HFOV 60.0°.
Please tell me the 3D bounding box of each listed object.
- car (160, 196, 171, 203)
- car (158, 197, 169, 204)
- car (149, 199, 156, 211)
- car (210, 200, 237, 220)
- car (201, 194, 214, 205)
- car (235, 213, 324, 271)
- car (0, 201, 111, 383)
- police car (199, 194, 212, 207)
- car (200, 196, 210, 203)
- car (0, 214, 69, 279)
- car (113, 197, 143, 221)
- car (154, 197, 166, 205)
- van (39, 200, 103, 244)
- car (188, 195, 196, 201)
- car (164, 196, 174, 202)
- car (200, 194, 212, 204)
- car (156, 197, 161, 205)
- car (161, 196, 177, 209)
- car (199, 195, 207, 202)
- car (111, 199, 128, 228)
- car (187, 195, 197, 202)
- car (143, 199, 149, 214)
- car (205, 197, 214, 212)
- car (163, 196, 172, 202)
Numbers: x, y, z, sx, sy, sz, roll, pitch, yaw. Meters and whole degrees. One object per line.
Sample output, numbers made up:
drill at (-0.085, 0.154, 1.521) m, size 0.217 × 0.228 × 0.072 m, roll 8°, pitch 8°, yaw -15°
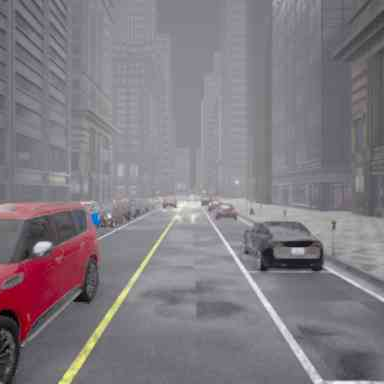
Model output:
car at (-5.775, 1.652, 72.723) m, size 1.947 × 1.339 × 4.313 m, roll 0°, pitch 0°, yaw 0°
car at (-5.774, 1.657, 67.087) m, size 1.802 × 1.307 × 4.206 m, roll 0°, pitch 0°, yaw 0°
car at (-5.770, 1.601, 38.904) m, size 1.947 × 1.339 × 4.313 m, roll 0°, pitch 0°, yaw 0°
car at (2.756, 1.606, 27.638) m, size 1.802 × 1.307 × 4.206 m, roll 0°, pitch 0°, yaw 0°
car at (2.750, 1.381, 61.455) m, size 2.192 × 1.841 × 5.009 m, roll 0°, pitch 0°, yaw 0°
car at (2.758, 1.574, 10.728) m, size 1.947 × 1.339 × 4.313 m, roll 0°, pitch 0°, yaw 0°
car at (-3.101, 1.225, 5.274) m, size 2.150 × 2.045 × 5.566 m, roll 0°, pitch 0°, yaw 0°
police car at (2.360, 1.475, 51.546) m, size 1.930 × 1.638 × 5.238 m, roll 0°, pitch 0°, yaw 0°
car at (2.750, 1.652, 72.727) m, size 1.947 × 1.339 × 4.313 m, roll 0°, pitch 0°, yaw 0°
car at (-5.767, 1.559, 10.720) m, size 2.008 × 1.369 × 4.403 m, roll 0°, pitch 0°, yaw 0°
car at (-5.770, 1.339, 27.631) m, size 2.192 × 1.841 × 5.009 m, roll 0°, pitch 0°, yaw 0°
car at (-5.774, 1.591, 61.280) m, size 1.752 × 1.417 × 4.829 m, roll 0°, pitch 0°, yaw 0°
van at (-5.768, 1.354, 16.357) m, size 1.690 × 1.788 × 3.998 m, roll 0°, pitch 0°, yaw 0°
car at (-0.011, 1.452, 86.437) m, size 1.812 × 1.442 × 4.674 m, roll 0°, pitch 0°, yaw 0°
car at (-5.777, 1.659, 83.997) m, size 2.008 × 1.369 × 4.403 m, roll 0°, pitch 0°, yaw 0°
car at (2.749, 1.390, 67.091) m, size 2.192 × 1.841 × 5.009 m, roll 0°, pitch 0°, yaw 0°
car at (-5.771, 1.592, 44.540) m, size 2.008 × 1.369 × 4.403 m, roll 0°, pitch 0°, yaw 0°
car at (-3.089, 1.522, 47.175) m, size 1.882 × 1.535 × 5.008 m, roll 0°, pitch 0°, yaw 0°
car at (2.748, 1.549, 83.999) m, size 1.967 × 1.590 × 4.097 m, roll 0°, pitch 0°, yaw 0°
car at (-5.769, 1.459, 21.993) m, size 1.967 × 1.590 × 4.097 m, roll 0°, pitch 0°, yaw 0°
car at (-0.009, 1.468, 70.455) m, size 1.812 × 1.442 × 4.674 m, roll 0°, pitch 0°, yaw 0°
car at (-5.770, 1.595, 33.267) m, size 1.947 × 1.339 × 4.313 m, roll 0°, pitch 0°, yaw 0°
car at (2.755, 1.617, 38.910) m, size 1.802 × 1.307 × 4.206 m, roll 0°, pitch 0°, yaw 0°
car at (-5.776, 1.663, 78.360) m, size 1.947 × 1.339 × 4.313 m, roll 0°, pitch 0°, yaw 0°
